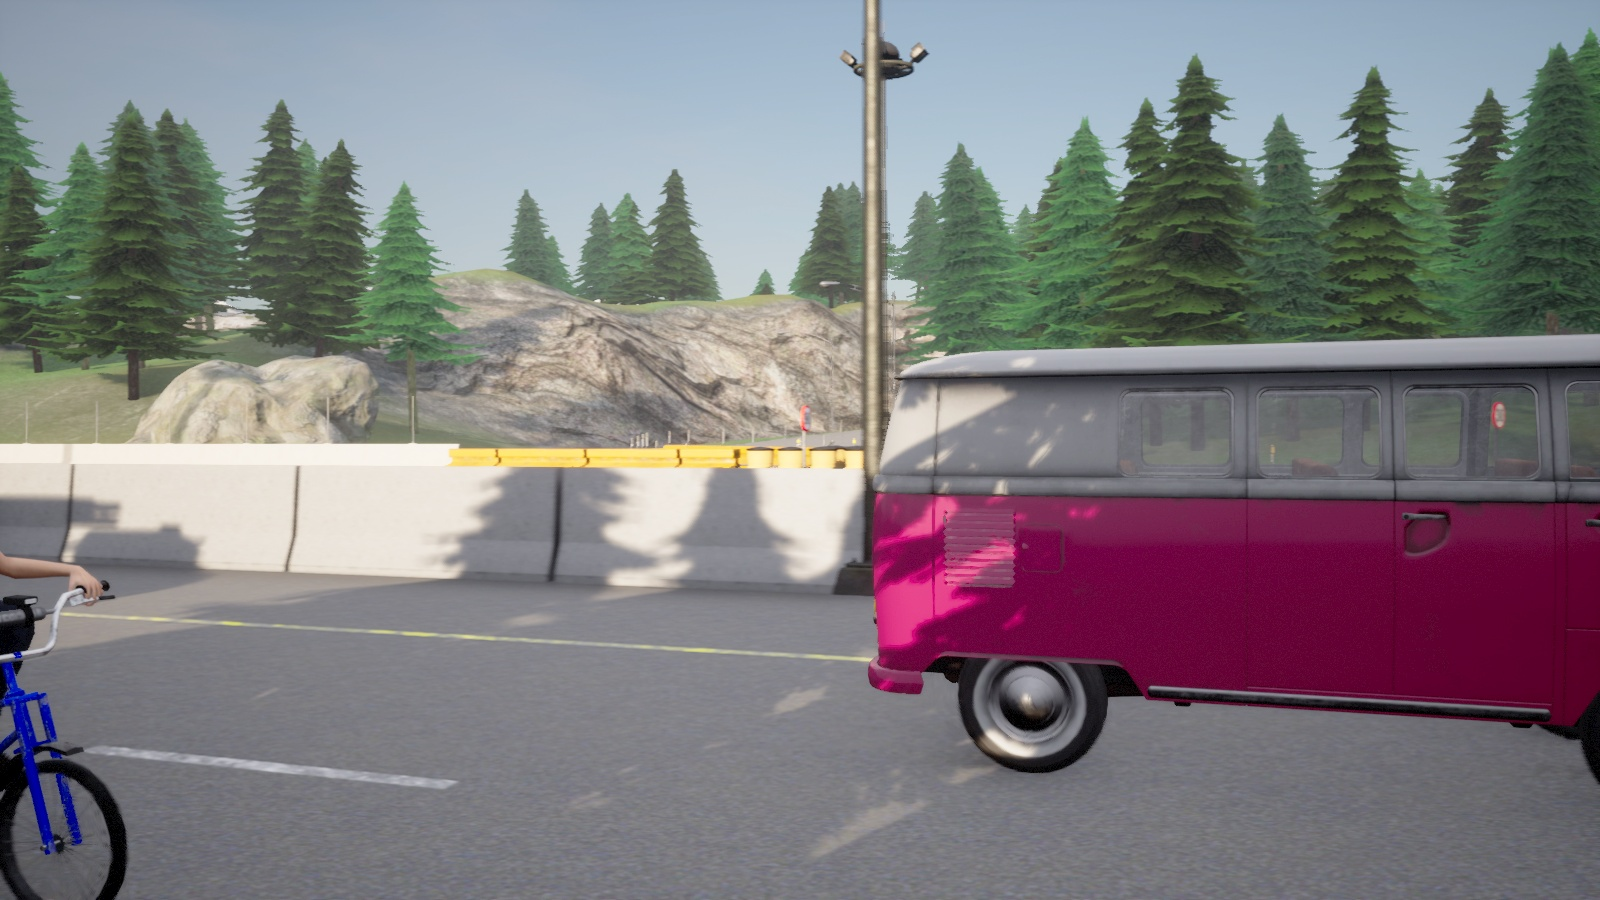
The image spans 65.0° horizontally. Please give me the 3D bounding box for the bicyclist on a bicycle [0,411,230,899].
[{"bbox_3d":[-2.814,0.686,4.144,1.509,1.612,0.866,1,1,19],"label":"bicyclist on a bicycle"}]

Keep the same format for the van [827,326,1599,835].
[{"bbox_3d":[2.519,0.492,6.034,4.442,1.987,1.775,1,1,19],"label":"van"}]
